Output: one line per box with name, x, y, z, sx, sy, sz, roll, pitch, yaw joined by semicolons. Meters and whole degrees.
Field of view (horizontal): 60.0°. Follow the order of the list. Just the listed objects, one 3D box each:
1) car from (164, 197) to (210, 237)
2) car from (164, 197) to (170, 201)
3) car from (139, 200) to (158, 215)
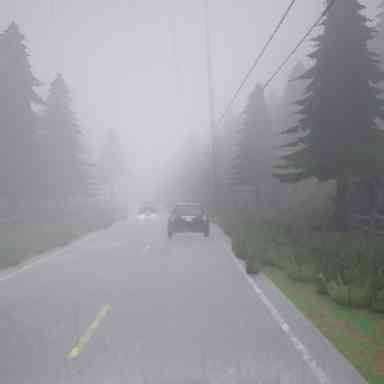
car;-0.205;1.354;18.272;2.097;1.767;4.553;0;0;-1
car;-2.370;1.361;41.929;2.097;1.767;4.553;0;0;-11
car;-4.566;1.561;35.071;2.033;1.411;5.357;0;0;-6
